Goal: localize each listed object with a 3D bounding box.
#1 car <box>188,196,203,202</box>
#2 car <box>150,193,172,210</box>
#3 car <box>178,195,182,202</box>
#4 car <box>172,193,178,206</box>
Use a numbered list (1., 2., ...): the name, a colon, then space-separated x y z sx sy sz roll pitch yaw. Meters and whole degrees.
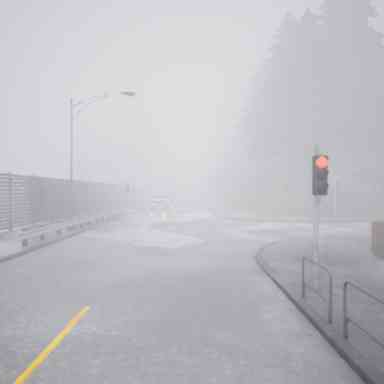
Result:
1. car: 0.774 1.506 72.548 1.812 1.442 4.674 0 0 26
2. car: -4.135 1.211 43.573 2.150 2.045 5.566 0 0 0
3. car: -3.659 1.446 72.200 1.882 1.535 5.008 0 0 15
4. car: -4.118 1.201 56.476 2.150 2.045 5.566 0 1 0
